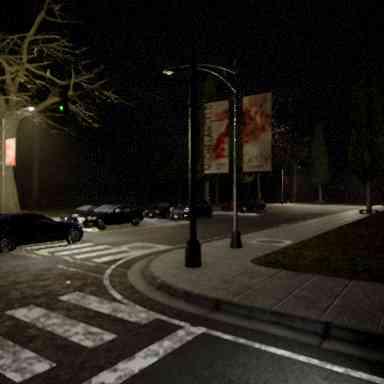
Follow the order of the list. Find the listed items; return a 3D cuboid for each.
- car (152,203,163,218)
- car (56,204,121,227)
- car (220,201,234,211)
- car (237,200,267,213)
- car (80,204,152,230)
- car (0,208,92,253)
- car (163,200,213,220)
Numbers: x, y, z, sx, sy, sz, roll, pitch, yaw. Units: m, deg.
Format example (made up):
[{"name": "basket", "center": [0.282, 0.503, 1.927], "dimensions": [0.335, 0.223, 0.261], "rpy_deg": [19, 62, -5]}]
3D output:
[{"name": "car", "center": [-2.179, 1.682, 32.036], "dimensions": [2.033, 1.411, 5.357], "rpy_deg": [0, 0, 35]}, {"name": "car", "center": [-7.498, 1.653, 24.482], "dimensions": [1.994, 1.385, 4.181], "rpy_deg": [0, 0, 36]}, {"name": "car", "center": [5.533, 1.815, 43.016], "dimensions": [1.895, 1.301, 4.718], "rpy_deg": [0, 0, 36]}, {"name": "car", "center": [7.417, 1.713, 40.051], "dimensions": [1.837, 1.490, 4.892], "rpy_deg": [0, 0, 35]}, {"name": "car", "center": [-5.284, 1.580, 21.965], "dimensions": [2.128, 1.511, 4.902], "rpy_deg": [0, 0, 35]}, {"name": "car", "center": [-6.784, 1.566, 13.852], "dimensions": [1.812, 1.442, 4.674], "rpy_deg": [0, -1, 35]}, {"name": "car", "center": [-0.045, 1.486, 29.430], "dimensions": [2.097, 1.767, 4.553], "rpy_deg": [0, 0, 35]}]
